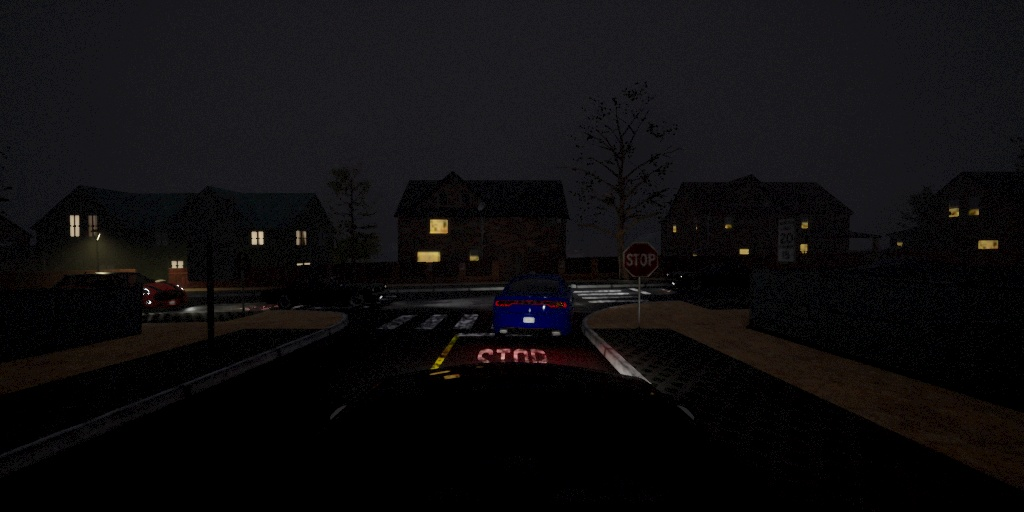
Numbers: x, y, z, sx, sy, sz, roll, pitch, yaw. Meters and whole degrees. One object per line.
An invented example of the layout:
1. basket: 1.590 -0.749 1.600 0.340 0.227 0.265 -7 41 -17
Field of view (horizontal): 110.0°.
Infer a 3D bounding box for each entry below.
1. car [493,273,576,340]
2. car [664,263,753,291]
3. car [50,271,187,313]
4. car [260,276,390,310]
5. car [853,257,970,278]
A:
1. car: 0.782 1.226 10.154 1.882 1.535 5.008 0 0 10
2. car: 10.402 1.034 18.294 4.718 1.301 1.895 -1 1 -1
3. car: -16.806 1.471 15.346 4.553 1.767 2.097 -1 1 0
4. car: -7.818 1.506 15.358 4.718 1.301 1.895 -1 1 0
5. car: 20.048 0.753 18.334 5.357 1.411 2.033 -1 1 0
